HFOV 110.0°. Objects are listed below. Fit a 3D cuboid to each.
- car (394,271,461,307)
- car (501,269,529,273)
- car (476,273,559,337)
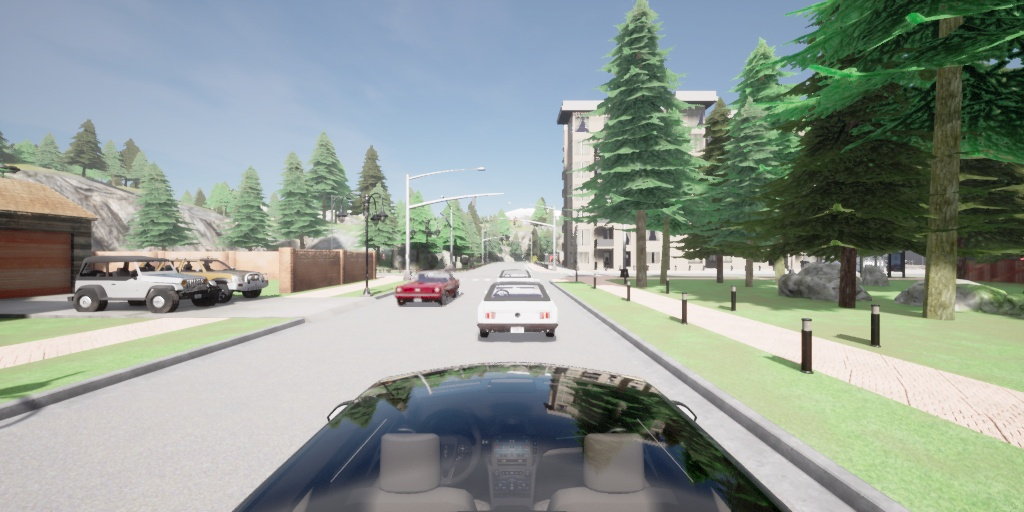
[{"bbox_3d":[-3.508,1.351,15.615,1.895,1.301,4.718,0,0,1],"label":"car"},{"bbox_3d":[0.167,1.351,19.359,1.895,1.301,4.718,0,0,0],"label":"car"},{"bbox_3d":[0.134,1.351,10.192,1.895,1.301,4.718,0,0,0],"label":"car"}]
